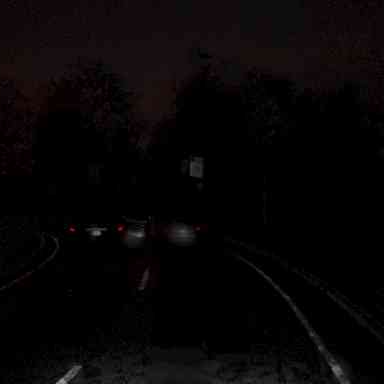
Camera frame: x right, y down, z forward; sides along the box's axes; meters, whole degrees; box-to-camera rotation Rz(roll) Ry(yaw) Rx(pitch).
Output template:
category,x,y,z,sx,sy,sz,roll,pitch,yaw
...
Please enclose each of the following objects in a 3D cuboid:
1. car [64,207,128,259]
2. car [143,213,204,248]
category,x,y,z,sx,sy,sz,roll,pitch,yaw
car,-3.625,1.385,13.036,2.097,1.767,4.553,0,0,-13
car,-0.966,1.624,15.231,1.994,1.385,4.181,1,0,-18
